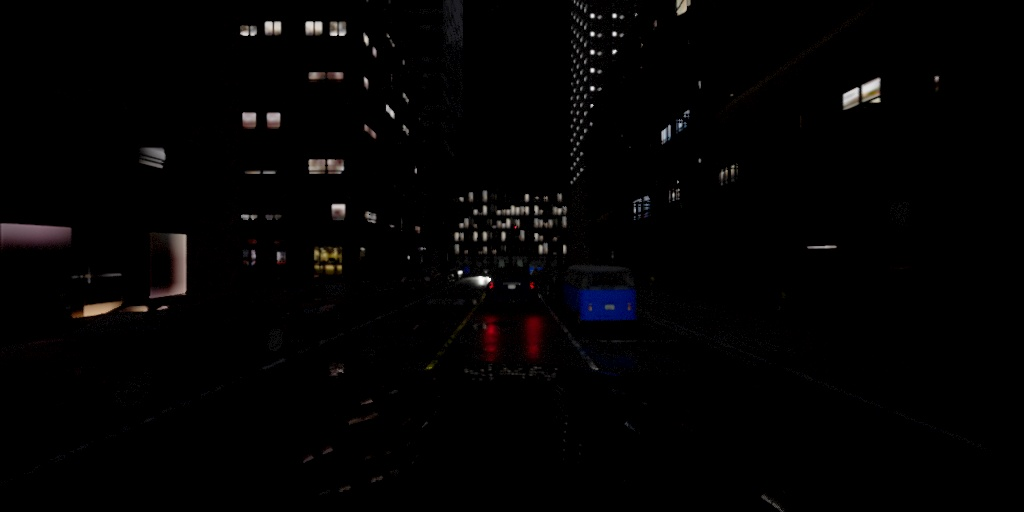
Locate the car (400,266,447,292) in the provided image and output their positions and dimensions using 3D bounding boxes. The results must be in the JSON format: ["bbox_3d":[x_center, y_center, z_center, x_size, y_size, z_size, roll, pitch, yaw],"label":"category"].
[{"bbox_3d":[-5.701,1.389,22.886,1.967,1.591,4.097,0,0,0],"label":"car"}]

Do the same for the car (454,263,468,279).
[{"bbox_3d":[-5.706,1.606,34.089,2.007,1.370,4.403,0,0,0],"label":"car"}]

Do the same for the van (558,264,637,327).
[{"bbox_3d":[2.685,1.184,11.657,1.690,1.789,3.998,0,0,0],"label":"van"}]

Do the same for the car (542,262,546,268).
[{"bbox_3d":[2.675,1.581,34.234,1.751,1.417,4.829,0,0,0],"label":"car"}]

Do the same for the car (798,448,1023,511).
[{"bbox_3d":[2.690,1.304,0.454,1.948,1.339,4.313,0,0,0],"label":"car"}]

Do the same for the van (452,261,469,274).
[{"bbox_3d":[-5.709,1.450,39.690,1.690,1.789,3.998,0,0,0],"label":"van"}]

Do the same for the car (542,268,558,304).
[{"bbox_3d":[2.683,1.446,17.260,2.007,1.370,4.403,0,0,0],"label":"car"}]

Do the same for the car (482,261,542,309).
[{"bbox_3d":[-0.004,1.234,15.923,2.097,1.767,4.553,0,-1,0],"label":"car"}]

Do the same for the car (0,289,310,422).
[{"bbox_3d":[-5.694,1.336,6.081,1.888,1.381,4.507,0,0,0],"label":"car"}]

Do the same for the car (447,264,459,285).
[{"bbox_3d":[-5.704,1.568,28.487,1.948,1.339,4.313,0,0,0],"label":"car"}]

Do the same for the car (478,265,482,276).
[{"bbox_3d":[-3.023,1.650,43.922,2.128,1.511,4.902,0,-1,0],"label":"car"}]

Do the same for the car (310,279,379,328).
[{"bbox_3d":[-5.696,1.425,11.682,1.802,1.307,4.207,0,0,0],"label":"car"}]
